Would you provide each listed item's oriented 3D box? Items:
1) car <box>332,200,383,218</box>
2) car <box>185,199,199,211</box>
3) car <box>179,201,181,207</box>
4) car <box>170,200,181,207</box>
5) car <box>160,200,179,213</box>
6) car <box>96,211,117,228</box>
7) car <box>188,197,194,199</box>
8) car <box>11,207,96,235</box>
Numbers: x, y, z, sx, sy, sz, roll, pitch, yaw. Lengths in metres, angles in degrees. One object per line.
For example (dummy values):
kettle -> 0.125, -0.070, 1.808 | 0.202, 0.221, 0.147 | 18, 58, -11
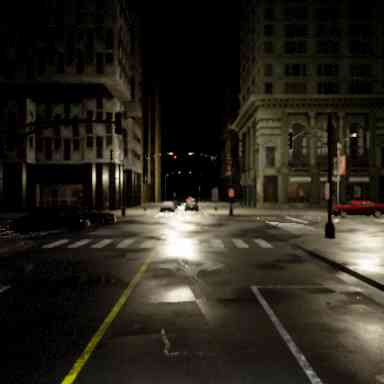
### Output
car -> 15.242, 1.554, 30.775 | 5.008, 1.535, 1.882 | -1, 0, 0
car -> -0.056, 2.046, 48.480 | 1.994, 1.385, 4.181 | 0, 0, 0
car -> -3.219, 2.080, 54.210 | 2.033, 1.411, 5.357 | 0, -1, -1
car -> -3.213, 2.183, 64.268 | 1.994, 1.385, 4.181 | 0, 0, 0
car -> -3.160, 1.990, 44.145 | 2.033, 1.411, 5.357 | 0, -1, 0
car -> -7.983, 1.820, 24.062 | 4.902, 1.511, 2.128 | -2, -1, 0
car -> -0.322, 2.123, 82.634 | 2.097, 1.767, 4.553 | 0, 0, 0
car -> -8.773, 1.825, 20.804 | 4.674, 1.442, 1.812 | -3, 0, 0
